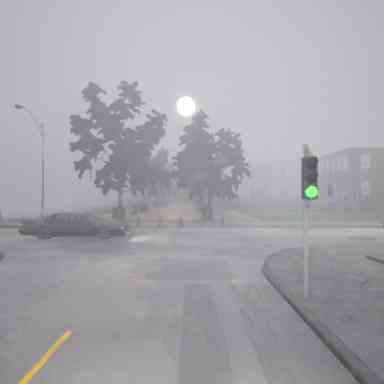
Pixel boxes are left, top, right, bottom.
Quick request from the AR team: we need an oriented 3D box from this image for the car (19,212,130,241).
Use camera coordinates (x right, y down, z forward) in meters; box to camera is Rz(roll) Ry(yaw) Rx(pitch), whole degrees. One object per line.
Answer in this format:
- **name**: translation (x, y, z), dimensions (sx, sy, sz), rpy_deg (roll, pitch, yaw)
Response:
- **car**: translation (-6.001, 1.734, 17.308), dimensions (5.357, 1.411, 2.033), rpy_deg (0, -1, 0)
